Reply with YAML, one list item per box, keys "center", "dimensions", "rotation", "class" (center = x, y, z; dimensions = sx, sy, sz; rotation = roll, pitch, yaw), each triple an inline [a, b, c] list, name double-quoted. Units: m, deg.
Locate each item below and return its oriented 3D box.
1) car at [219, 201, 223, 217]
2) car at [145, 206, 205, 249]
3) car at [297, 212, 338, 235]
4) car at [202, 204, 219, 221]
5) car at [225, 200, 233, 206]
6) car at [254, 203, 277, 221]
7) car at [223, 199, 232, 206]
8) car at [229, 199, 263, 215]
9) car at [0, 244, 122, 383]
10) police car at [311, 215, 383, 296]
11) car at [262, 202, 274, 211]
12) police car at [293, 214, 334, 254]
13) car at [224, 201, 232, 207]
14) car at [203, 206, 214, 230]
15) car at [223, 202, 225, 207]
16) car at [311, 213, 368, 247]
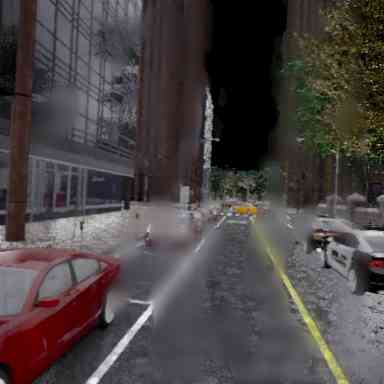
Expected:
- center: [1.559, 1.852, 31.406]
  dimensions: [1.967, 1.590, 4.097]
  rotation: [3, -1, 8]
  class: "car"
- center: [-0.781, 1.567, 15.206]
  dimensions: [1.967, 1.590, 4.097]
  rotation: [3, -1, 8]
  class: "car"
- center: [9.201, 2.263, 24.782]
  dimensions: [1.947, 1.339, 4.313]
  rotation: [3, -1, 8]
  class: "car"
- center: [0.774, 1.861, 26.005]
  dimensions: [1.887, 1.381, 4.507]
  rotation: [3, -1, 8]
  class: "car"
- center: [9.988, 2.982, 89.798]
  dimensions: [1.752, 1.417, 4.829]
  rotation: [3, -1, 8]
  class: "car"
- center: [8.052, 2.270, 35.973]
  dimensions: [1.837, 1.490, 4.892]
  rotation: [3, -1, 9]
  class: "car"
- center: [7.691, 2.483, 73.826]
  dimensions: [2.192, 1.841, 5.009]
  rotation: [3, -1, 8]
  class: "car"
- center: [7.650, 2.324, 45.624]
  dimensions: [1.882, 1.535, 5.008]
  rotation: [4, 0, -31]
  class: "car"
- center: [-2.346, 1.483, 4.404]
  dimensions: [1.887, 1.381, 4.507]
  rotation: [3, -1, 8]
  class: "car"
- center: [5.115, 1.768, 9.591]
  dimensions: [1.930, 1.638, 5.238]
  rotation: [3, -1, 8]
  class: "police car"
- center: [15.336, 2.892, 67.219]
  dimensions: [1.967, 1.590, 4.097]
  rotation: [3, -1, 8]
  class: "car"
- center: [5.991, 1.872, 15.526]
  dimensions: [1.930, 1.638, 5.238]
  rotation: [3, -1, 8]
  class: "police car"
- center: [9.233, 2.944, 84.584]
  dimensions: [1.802, 1.307, 4.206]
  rotation: [3, -1, 8]
  class: "car"
- center: [-0.006, 1.772, 20.605]
  dimensions: [2.008, 1.369, 4.403]
  rotation: [3, -1, 8]
  class: "car"
- center: [2.310, 2.029, 36.637]
  dimensions: [1.752, 1.417, 4.829]
  rotation: [3, -1, 8]
  class: "car"
- center: [8.448, 2.131, 19.551]
  dimensions: [1.752, 1.417, 4.829]
  rotation: [3, -1, 8]
  class: "car"
